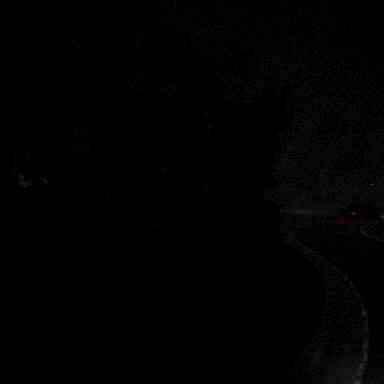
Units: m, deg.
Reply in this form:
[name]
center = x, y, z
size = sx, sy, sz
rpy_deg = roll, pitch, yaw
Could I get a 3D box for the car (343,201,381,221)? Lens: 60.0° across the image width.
[car]
center = 14.515, 1.536, 28.254
size = 1.882, 1.535, 5.008
rpy_deg = -2, -1, 43
